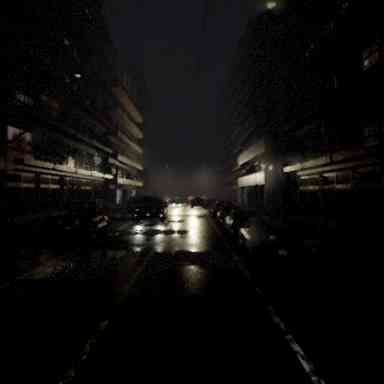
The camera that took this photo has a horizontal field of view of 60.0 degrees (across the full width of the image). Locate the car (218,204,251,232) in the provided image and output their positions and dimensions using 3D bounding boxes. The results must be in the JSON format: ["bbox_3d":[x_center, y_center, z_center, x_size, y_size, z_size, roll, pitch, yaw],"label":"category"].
[{"bbox_3d":[2.687,1.566,17.670,2.008,1.369,4.403,0,0,0],"label":"car"}]

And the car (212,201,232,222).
[{"bbox_3d":[2.685,1.564,23.333,1.887,1.381,4.507,0,0,0],"label":"car"}]

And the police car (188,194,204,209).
[{"bbox_3d":[0.791,1.493,47.693,1.930,1.638,5.238,0,0,-2],"label":"police car"}]

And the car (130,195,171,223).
[{"bbox_3d":[-3.104,1.244,26.232,2.150,2.045,5.566,0,0,0],"label":"car"}]

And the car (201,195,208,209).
[{"bbox_3d":[2.679,1.502,45.976,1.967,1.590,4.097,0,0,0],"label":"car"}]

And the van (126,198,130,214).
[{"bbox_3d":[-5.698,1.375,34.676,1.690,1.788,3.998,0,0,0],"label":"van"}]

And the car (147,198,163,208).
[{"bbox_3d":[-5.702,1.624,51.660,1.887,1.381,4.507,0,0,0],"label":"car"}]

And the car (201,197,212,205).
[{"bbox_3d":[2.676,1.659,62.963,1.887,1.381,4.507,0,0,0],"label":"car"}]

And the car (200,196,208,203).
[{"bbox_3d":[2.672,1.677,74.457,1.752,1.417,4.829,0,0,0],"label":"car"}]

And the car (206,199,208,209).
[{"bbox_3d":[2.682,1.616,34.657,1.802,1.307,4.206,0,0,0],"label":"car"}]

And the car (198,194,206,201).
[{"bbox_3d":[2.668,1.540,91.272,2.192,1.841,5.009,0,0,0],"label":"car"}]

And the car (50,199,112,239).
[{"bbox_3d":[-5.694,1.330,17.690,2.192,1.841,5.009,0,0,0],"label":"car"}]

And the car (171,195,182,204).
[{"bbox_3d":[-3.020,1.683,67.188,1.994,1.385,4.181,0,0,0],"label":"car"}]

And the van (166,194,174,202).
[{"bbox_3d":[-5.711,1.539,85.632,1.690,1.788,3.998,0,0,0],"label":"van"}]

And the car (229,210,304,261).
[{"bbox_3d":[2.688,1.561,12.008,2.008,1.369,4.403,0,0,0],"label":"car"}]

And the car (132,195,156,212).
[{"bbox_3d":[-5.700,1.363,40.336,2.192,1.841,5.009,0,0,0],"label":"car"}]

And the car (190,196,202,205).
[{"bbox_3d":[0.731,1.595,63.567,1.882,1.535,5.008,0,0,-3],"label":"car"}]

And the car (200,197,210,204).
[{"bbox_3d":[2.674,1.676,68.629,1.887,1.381,4.507,0,0,0],"label":"car"}]

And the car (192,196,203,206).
[{"bbox_3d":[0.888,1.554,57.793,1.801,1.575,5.366,0,0,0],"label":"car"}]

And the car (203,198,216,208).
[{"bbox_3d":[2.678,1.605,51.808,1.752,1.417,4.829,0,0,0],"label":"car"}]

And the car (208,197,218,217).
[{"bbox_3d":[2.684,1.466,28.993,1.967,1.590,4.097,0,0,0],"label":"car"}]

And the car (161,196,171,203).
[{"bbox_3d":[-5.708,1.676,74.138,1.752,1.417,4.829,0,0,0],"label":"car"}]
